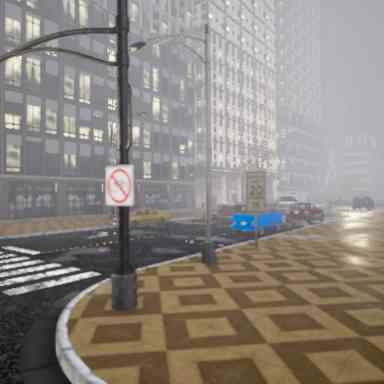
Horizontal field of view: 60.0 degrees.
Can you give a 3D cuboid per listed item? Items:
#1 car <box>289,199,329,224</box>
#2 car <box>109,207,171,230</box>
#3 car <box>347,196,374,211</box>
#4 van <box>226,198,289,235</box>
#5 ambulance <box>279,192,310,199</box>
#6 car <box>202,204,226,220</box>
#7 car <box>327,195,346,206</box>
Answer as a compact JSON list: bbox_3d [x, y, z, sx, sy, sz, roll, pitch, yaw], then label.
[{"bbox_3d":[8.854,1.563,25.977,1.967,1.590,4.097,-1,-1,38],"label":"car"},{"bbox_3d":[-3.497,1.729,23.061,1.752,1.417,4.829,-1,-1,38],"label":"car"},{"bbox_3d":[22.428,1.448,43.613,2.192,1.841,5.009,-1,-1,38],"label":"car"},{"bbox_3d":[3.890,1.461,19.349,1.690,1.788,3.998,-1,-1,38],"label":"van"},{"bbox_3d":[11.468,1.210,38.091,2.351,2.431,6.366,-1,0,38],"label":"ambulance"},{"bbox_3d":[2.612,1.787,30.783,1.802,1.307,4.206,-1,-1,38],"label":"car"},{"bbox_3d":[26.366,1.546,61.647,2.192,1.841,5.009,-1,-1,38],"label":"car"}]
